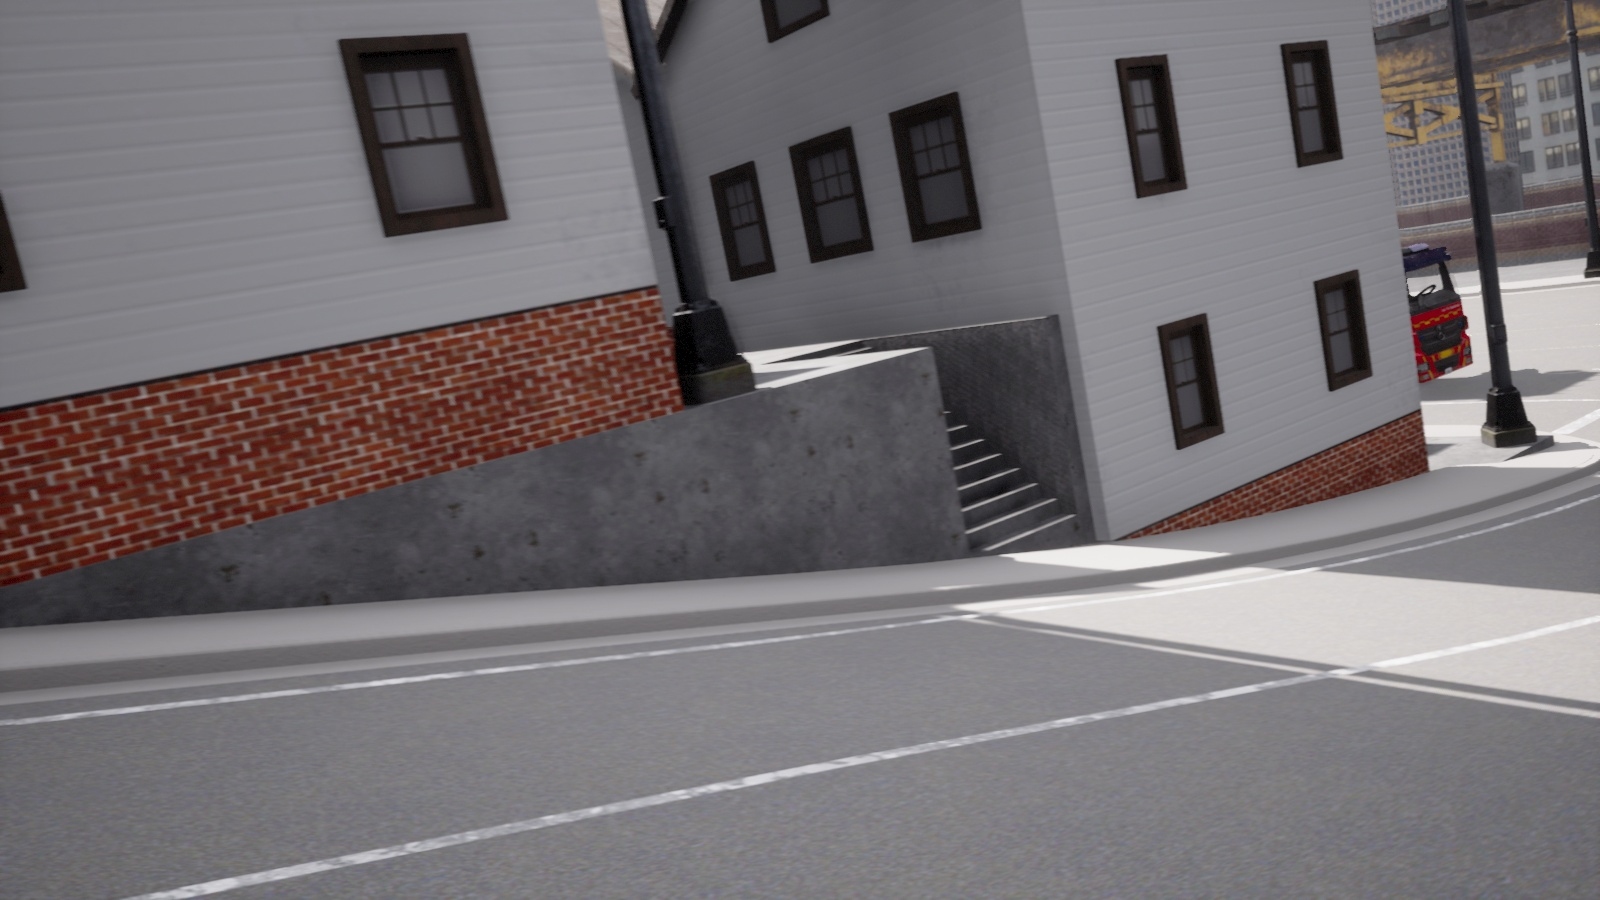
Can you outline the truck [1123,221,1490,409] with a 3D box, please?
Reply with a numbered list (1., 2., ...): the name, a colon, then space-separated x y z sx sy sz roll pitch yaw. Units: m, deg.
1. truck: 13.233 -3.406 33.702 2.891 3.827 8.468 -17 9 -33
